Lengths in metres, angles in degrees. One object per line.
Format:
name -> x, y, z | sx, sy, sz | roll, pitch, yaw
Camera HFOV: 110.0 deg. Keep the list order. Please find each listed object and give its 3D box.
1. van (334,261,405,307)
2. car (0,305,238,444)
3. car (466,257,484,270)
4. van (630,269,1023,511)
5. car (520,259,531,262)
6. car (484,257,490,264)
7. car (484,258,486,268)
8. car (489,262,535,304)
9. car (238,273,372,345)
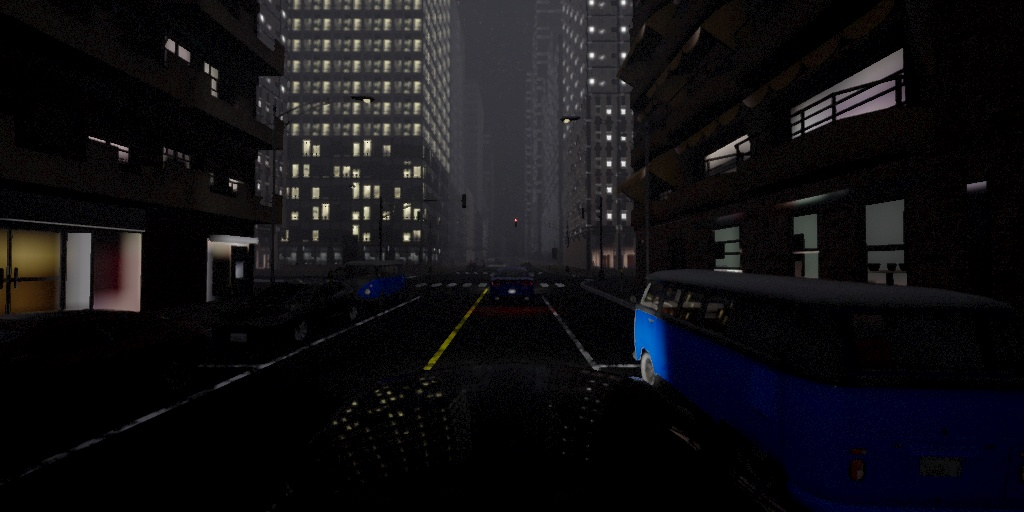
van -> -5.827, 1.094, 15.136 | 1.690, 1.789, 3.998 | 0, 0, 0
car -> -5.657, 1.331, 4.055 | 1.802, 1.307, 4.207 | 0, 0, 0
car -> -5.690, 1.205, 53.202 | 1.967, 1.591, 4.097 | 0, 0, 0
van -> 2.691, 1.090, 4.107 | 1.690, 1.789, 3.998 | 0, 0, 0
car -> 2.691, 1.352, 64.414 | 1.802, 1.307, 4.207 | 0, 0, 0
car -> -5.690, 1.084, 64.352 | 2.192, 1.841, 5.009 | 0, 0, 0
car -> -5.690, 1.350, 58.777 | 1.802, 1.307, 4.207 | 0, 0, 0
car -> 0.000, 1.239, 16.502 | 1.882, 1.535, 5.008 | 0, 0, 0
car -> -5.657, 1.317, 9.594 | 1.948, 1.339, 4.313 | 0, 0, 0
